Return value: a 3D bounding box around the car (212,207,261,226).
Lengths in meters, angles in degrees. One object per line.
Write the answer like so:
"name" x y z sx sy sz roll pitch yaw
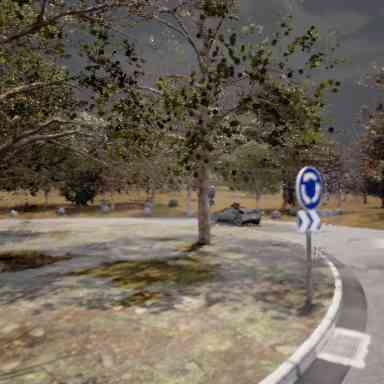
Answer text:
"car" 3.247 1.833 25.626 1.994 1.385 4.181 0 -2 -38
